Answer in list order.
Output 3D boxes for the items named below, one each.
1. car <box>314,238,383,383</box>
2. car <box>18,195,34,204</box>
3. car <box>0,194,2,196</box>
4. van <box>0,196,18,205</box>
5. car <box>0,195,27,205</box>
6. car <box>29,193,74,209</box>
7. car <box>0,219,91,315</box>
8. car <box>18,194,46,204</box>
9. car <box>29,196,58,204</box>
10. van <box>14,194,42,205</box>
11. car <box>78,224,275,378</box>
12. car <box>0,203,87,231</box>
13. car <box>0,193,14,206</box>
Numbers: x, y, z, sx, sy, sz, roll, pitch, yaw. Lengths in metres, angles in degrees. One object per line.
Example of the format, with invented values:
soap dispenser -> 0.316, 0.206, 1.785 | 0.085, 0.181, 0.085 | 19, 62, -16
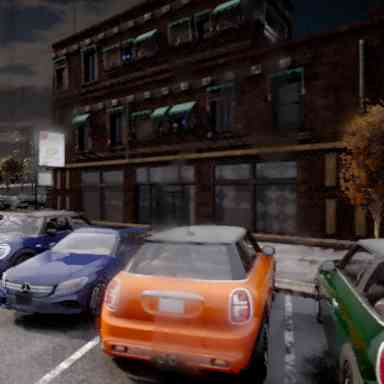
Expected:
car -> 2.774, 1.360, 4.132 | 2.185, 1.767, 4.553 | 0, -1, 16
car -> -23.147, 1.543, 42.156 | 4.792, 1.488, 2.163 | 1, 1, 14
car -> -24.743, 1.261, 39.714 | 5.566, 2.045, 2.435 | 1, 0, 14
van -> -9.404, 1.265, 13.005 | 1.878, 1.987, 4.442 | 0, -1, 15
car -> -32.073, 1.405, 59.264 | 4.553, 1.767, 2.185 | -1, -1, 14
car -> -19.837, 1.265, 47.072 | 5.566, 2.045, 2.435 | 1, 1, 14
car -> -2.096, 1.526, 7.655 | 2.002, 1.452, 4.674 | 1, -1, 16
car -> -21.492, 1.263, 44.619 | 5.566, 2.045, 2.435 | 1, 1, 14
car -> -28.668, 1.534, 64.266 | 4.892, 1.521, 2.231 | -1, -1, 14
van -> -30.469, 1.308, 61.780 | 4.442, 1.987, 1.878 | -1, 0, 14
car -> 0.333, 1.359, 5.879 | 2.185, 1.767, 4.553 | 0, -1, 16
car -> -4.524, 1.361, 9.430 | 2.185, 1.767, 4.553 | 1, -1, 15
car -> -33.706, 1.277, 56.749 | 5.566, 2.045, 2.435 | -1, -1, 14
